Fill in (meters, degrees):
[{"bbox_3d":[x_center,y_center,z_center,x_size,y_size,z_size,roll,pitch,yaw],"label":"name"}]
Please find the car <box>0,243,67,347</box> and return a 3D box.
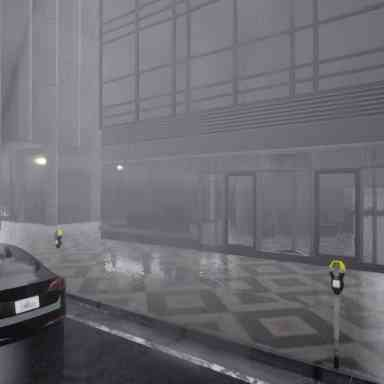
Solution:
[{"bbox_3d":[-3.938,1.565,5.719,4.313,1.339,1.947,0,0,35],"label":"car"}]
